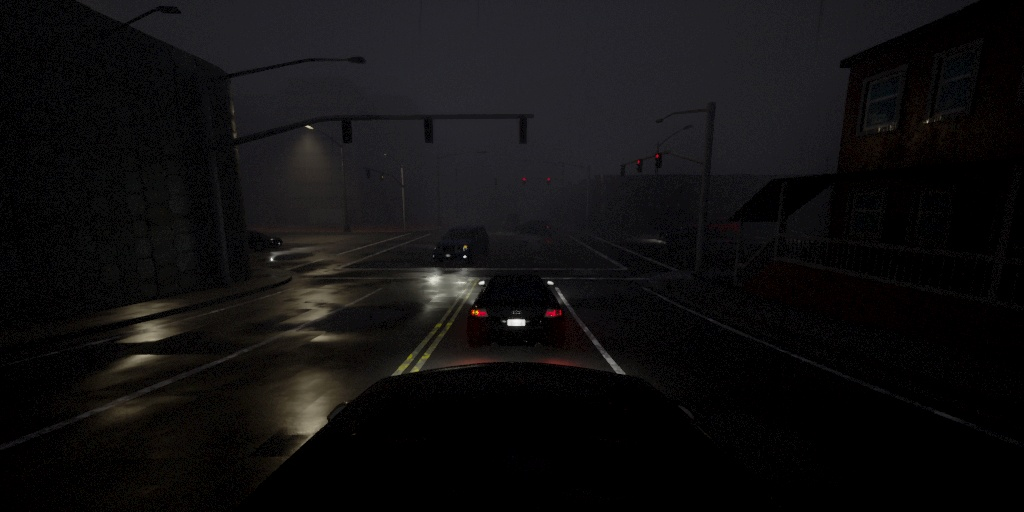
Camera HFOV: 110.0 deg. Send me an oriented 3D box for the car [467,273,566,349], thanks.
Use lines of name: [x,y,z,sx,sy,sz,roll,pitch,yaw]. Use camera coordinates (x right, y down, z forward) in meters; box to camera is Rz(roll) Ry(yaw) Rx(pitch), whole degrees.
car: [0.098,1.091,8.682,1.994,1.385,4.181,0,3,0]

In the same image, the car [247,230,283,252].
car: [-19.944,-1.185,26.976,4.892,1.490,1.837,0,8,1]

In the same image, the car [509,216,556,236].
car: [2.478,-3.250,39.865,4.553,1.767,2.097,5,9,31]

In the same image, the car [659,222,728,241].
car: [16.862,-2.177,33.861,5.357,1.411,2.033,0,8,0]

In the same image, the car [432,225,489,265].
car: [-2.984,-0.774,22.168,2.150,2.045,5.566,1,8,11]

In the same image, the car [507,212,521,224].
car: [0.300,-6.554,61.427,2.150,2.045,5.566,0,8,1]

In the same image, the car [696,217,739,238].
car: [20.530,-3.008,37.250,5.566,2.045,2.150,0,8,0]

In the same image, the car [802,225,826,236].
car: [30.239,-2.238,33.749,5.008,1.535,1.882,0,8,1]
